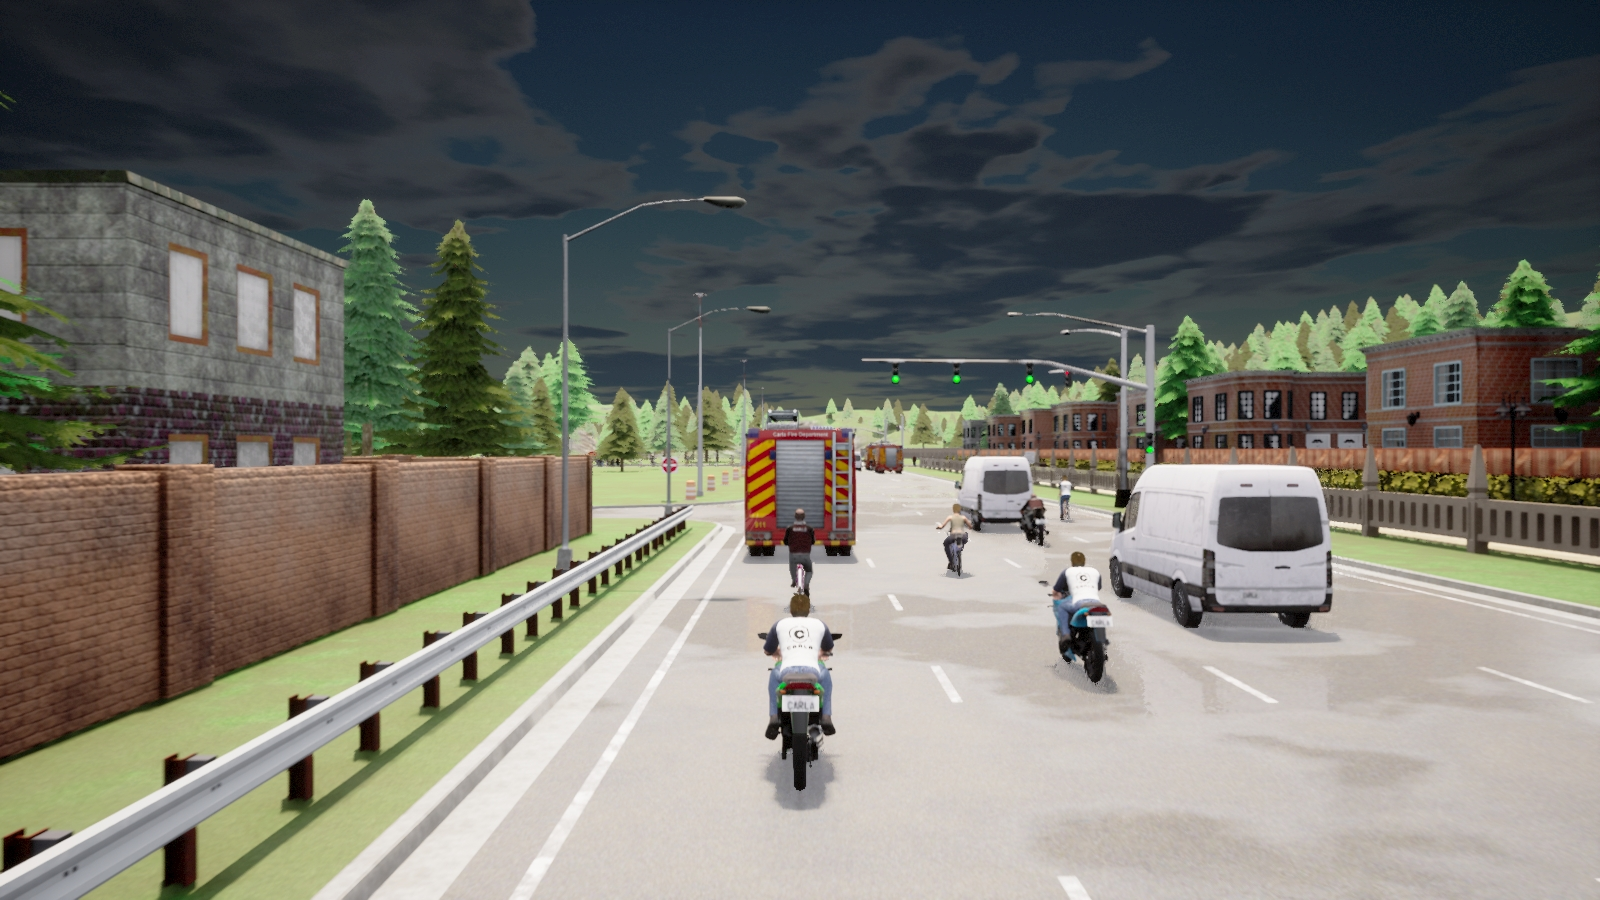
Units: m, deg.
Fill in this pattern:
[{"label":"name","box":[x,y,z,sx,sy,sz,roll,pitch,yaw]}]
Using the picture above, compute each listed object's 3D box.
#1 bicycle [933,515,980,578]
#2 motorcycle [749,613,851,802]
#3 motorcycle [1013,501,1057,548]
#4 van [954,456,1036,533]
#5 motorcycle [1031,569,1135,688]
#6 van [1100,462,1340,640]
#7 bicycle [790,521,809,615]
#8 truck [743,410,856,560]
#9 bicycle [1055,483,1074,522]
[{"label":"bicycle","box":[3.500,2.151,25.676,0.859,1.277,1.487,0,0,0]},{"label":"motorcycle","box":[0.000,2.183,10.051,0.803,1.199,2.033,0,0,0]},{"label":"motorcycle","box":[7.000,2.197,34.131,0.867,1.251,2.209,0,0,0]},{"label":"van","box":[6.996,1.524,41.674,1.988,2.561,5.915,0,0,0]},{"label":"motorcycle","box":[3.500,2.181,14.308,0.803,1.199,2.033,0,-1,0]},{"label":"van","box":[6.996,1.529,19.879,1.988,2.561,5.915,0,0,0]},{"label":"bicycle","box":[-0.007,2.055,20.291,0.329,1.471,1.835,0,0,0]},{"label":"truck","box":[-0.005,0.882,33.414,2.891,3.827,8.468,0,0,0]},{"label":"bicycle","box":[10.351,2.045,44.757,0.373,1.496,1.643,0,0,1]}]
